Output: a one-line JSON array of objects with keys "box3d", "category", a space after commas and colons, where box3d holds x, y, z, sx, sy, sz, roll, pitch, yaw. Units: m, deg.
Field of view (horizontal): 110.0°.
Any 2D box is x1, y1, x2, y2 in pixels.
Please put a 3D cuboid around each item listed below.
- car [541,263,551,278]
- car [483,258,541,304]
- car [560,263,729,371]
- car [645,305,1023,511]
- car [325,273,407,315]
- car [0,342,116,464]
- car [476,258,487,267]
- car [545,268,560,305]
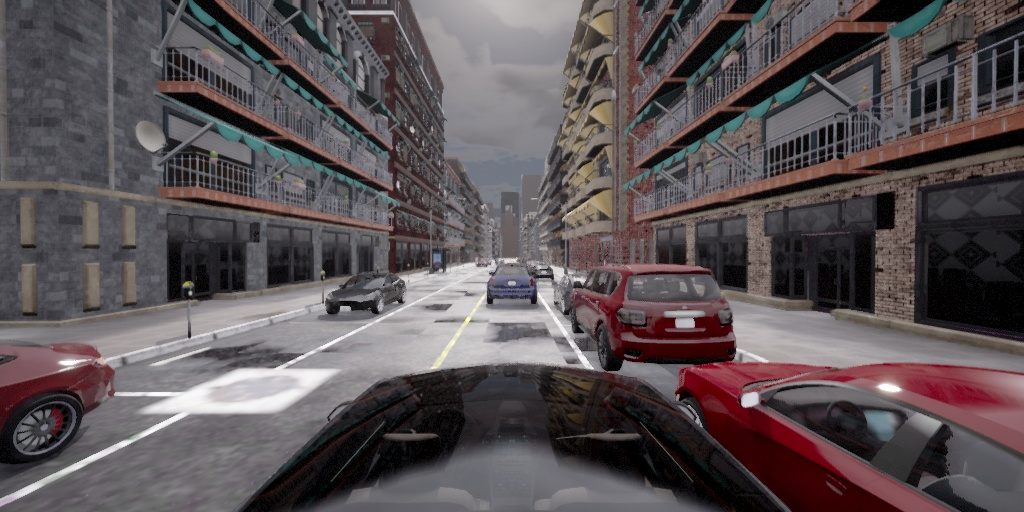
[{"box3d": [2.532, 1.313, 30.264, 1.948, 1.339, 4.313, 0, 0, 0], "category": "car"}, {"box3d": [0.000, 1.113, 16.471, 2.097, 1.767, 4.553, 0, 0, 0], "category": "car"}, {"box3d": [2.532, 1.061, 7.607, 2.192, 1.841, 5.009, 0, 0, 0], "category": "car"}, {"box3d": [2.532, 1.293, 1.943, 1.888, 1.381, 4.507, 0, 0, 0], "category": "car"}, {"box3d": [-5.316, 1.312, 13.624, 1.948, 1.339, 4.313, 0, 0, 0], "category": "car"}, {"box3d": [-5.316, 1.329, 2.322, 1.802, 1.307, 4.207, 0, 0, 0], "category": "car"}, {"box3d": [-5.316, 1.197, 64.485, 1.967, 1.591, 4.097, 0, 0, 0], "category": "car"}, {"box3d": [2.532, 1.297, 13.271, 2.007, 1.370, 4.403, 0, 0, 0], "category": "car"}]
